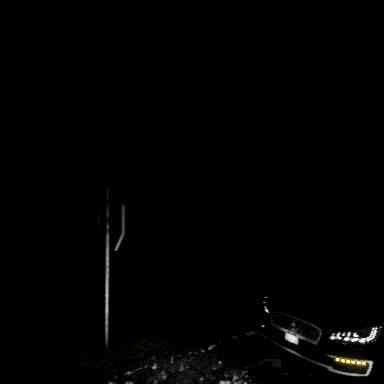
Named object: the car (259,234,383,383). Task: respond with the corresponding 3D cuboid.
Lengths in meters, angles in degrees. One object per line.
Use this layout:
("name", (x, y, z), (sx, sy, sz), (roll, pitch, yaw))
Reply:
("car", (3.216, 1.508, 5.408), (4.892, 1.490, 1.837), (-1, 0, -34))
